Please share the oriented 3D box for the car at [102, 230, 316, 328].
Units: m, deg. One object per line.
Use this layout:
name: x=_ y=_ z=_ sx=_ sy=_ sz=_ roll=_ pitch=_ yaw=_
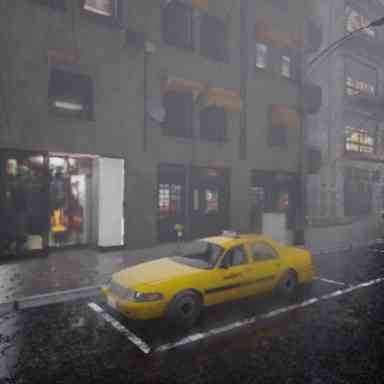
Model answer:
car: x=0.618 y=1.529 z=6.990 sx=4.829 sy=1.417 sz=1.752 roll=0 pitch=1 yaw=-35
